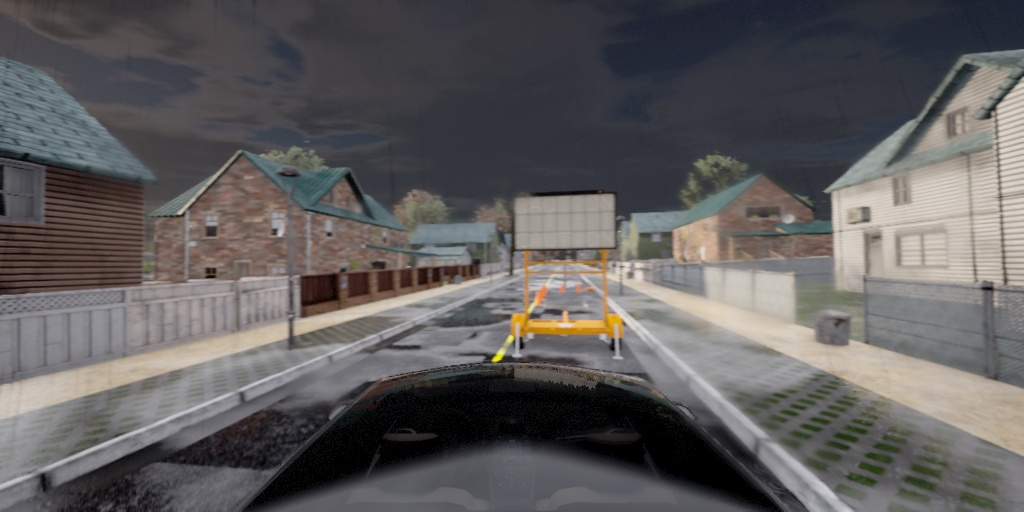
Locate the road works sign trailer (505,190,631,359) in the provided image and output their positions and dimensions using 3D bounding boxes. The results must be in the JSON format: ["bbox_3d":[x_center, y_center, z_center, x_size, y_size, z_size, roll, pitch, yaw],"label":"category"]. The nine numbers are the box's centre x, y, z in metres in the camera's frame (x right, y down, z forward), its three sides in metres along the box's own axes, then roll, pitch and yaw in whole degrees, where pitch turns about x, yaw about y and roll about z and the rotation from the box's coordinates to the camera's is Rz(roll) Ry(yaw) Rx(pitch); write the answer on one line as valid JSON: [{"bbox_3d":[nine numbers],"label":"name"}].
[{"bbox_3d":[1.294,0.269,8.579,2.380,3.560,2.880,0,0,8],"label":"road works sign trailer"}]
